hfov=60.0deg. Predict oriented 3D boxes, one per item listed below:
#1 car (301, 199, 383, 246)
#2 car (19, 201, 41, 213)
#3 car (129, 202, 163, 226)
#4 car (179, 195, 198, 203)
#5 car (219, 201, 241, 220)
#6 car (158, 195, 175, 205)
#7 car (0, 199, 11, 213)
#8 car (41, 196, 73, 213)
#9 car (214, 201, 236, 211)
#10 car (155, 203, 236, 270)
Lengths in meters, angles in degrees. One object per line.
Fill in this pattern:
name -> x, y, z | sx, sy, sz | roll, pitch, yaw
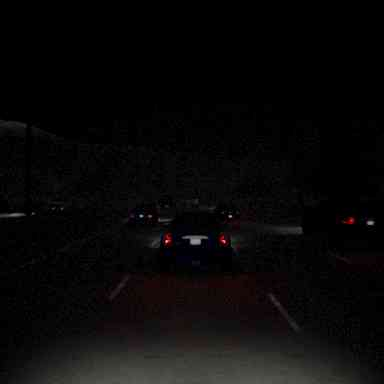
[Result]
car -> 7.094, 1.331, 15.928 | 2.150, 2.045, 5.566 | 0, 0, 0
car -> -19.509, 1.825, 41.066 | 2.033, 1.411, 5.357 | 0, 0, -9
car -> -3.561, 1.717, 25.145 | 2.033, 1.411, 5.357 | 0, 0, -3
car -> -0.562, 1.588, 54.739 | 2.150, 2.045, 5.566 | 0, -1, -15
car -> 3.099, 1.807, 30.618 | 1.895, 1.301, 4.718 | 0, 0, -4
car -> -4.195, 1.587, 54.709 | 2.150, 2.045, 5.566 | 0, -1, -14
car -> -22.683, 1.610, 38.314 | 2.097, 1.767, 4.553 | 0, 0, -8
car -> -15.782, 1.490, 39.722 | 2.150, 2.045, 5.566 | 0, 0, -8
car -> 4.574, 1.916, 46.831 | 1.895, 1.301, 4.718 | 0, 0, -10
car -> 0.099, 1.429, 11.422 | 2.097, 1.767, 4.553 | 0, 0, 0
